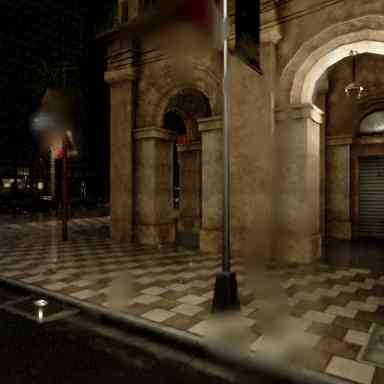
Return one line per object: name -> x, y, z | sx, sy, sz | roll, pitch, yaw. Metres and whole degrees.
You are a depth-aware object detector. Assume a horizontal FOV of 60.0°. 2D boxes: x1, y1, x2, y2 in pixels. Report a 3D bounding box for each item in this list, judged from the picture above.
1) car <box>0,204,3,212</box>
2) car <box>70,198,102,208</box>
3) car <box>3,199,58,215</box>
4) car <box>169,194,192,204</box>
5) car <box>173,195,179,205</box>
car -> -18.989, 1.523, 37.092 | 2.128, 1.511, 4.902 | 0, 0, 35
car -> -15.111, 1.547, 47.769 | 2.161, 1.482, 4.786 | 0, 0, 35
car -> -16.439, 1.532, 34.631 | 1.837, 1.490, 4.892 | 0, 0, 36
car -> -2.252, 1.388, 65.535 | 2.185, 1.767, 4.553 | 0, 0, 35
car -> -4.605, 1.519, 51.070 | 2.128, 1.511, 4.902 | 0, 0, 36
